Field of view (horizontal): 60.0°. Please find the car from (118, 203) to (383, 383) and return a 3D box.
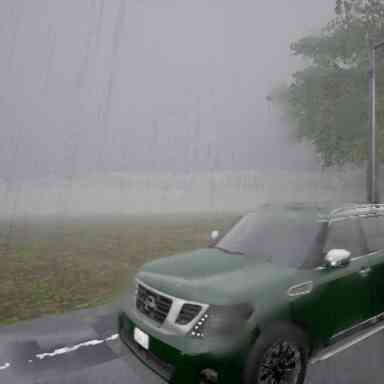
[{"bbox_3d":[1.707,1.223,5.193,5.566,2.045,2.150,0,0,-35],"label":"car"}]
